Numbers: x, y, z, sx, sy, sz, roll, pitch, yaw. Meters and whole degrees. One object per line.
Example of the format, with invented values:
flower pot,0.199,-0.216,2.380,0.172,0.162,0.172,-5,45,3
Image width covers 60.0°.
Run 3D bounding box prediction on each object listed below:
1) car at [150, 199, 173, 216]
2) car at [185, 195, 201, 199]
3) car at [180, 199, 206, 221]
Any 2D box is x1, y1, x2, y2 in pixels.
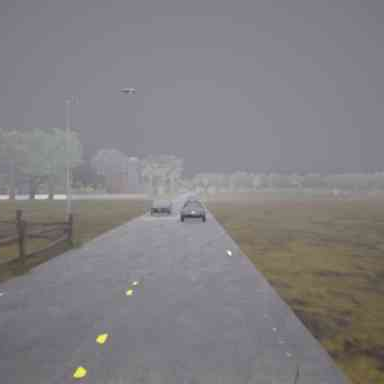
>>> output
car,-2.855,1.387,31.955,1.882,1.535,5.008,0,0,0
car,0.089,1.221,42.616,2.097,1.767,4.553,0,0,0
car,0.091,1.491,26.843,1.994,1.385,4.181,0,0,0
